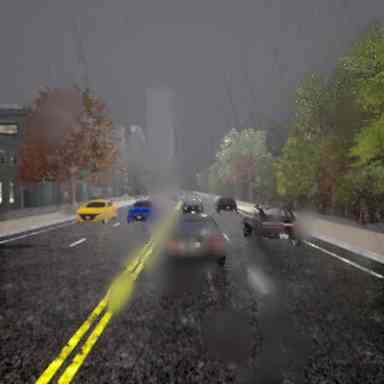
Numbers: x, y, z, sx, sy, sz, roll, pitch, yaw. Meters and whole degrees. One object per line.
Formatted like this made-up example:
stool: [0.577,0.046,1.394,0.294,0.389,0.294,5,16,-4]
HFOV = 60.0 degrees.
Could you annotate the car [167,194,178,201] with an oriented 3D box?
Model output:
car: [-3.830,1.098,66.397,2.033,1.411,5.357,0,0,-1]

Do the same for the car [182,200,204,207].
car: [0.070,1.391,30.166,1.895,1.301,4.718,0,0,-1]

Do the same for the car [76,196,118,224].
car: [-6.601,1.314,23.541,1.882,1.535,5.008,0,0,0]

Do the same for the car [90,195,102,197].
car: [-20.662,1.311,74.189,4.313,1.339,1.947,-1,2,-1]

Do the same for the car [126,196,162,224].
car: [-3.350,1.314,23.596,1.882,1.535,5.008,0,0,0]

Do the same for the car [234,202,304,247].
car: [3.355,1.390,14.498,2.128,1.511,4.902,0,0,0]

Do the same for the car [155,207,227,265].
car: [0.105,1.468,11.380,2.033,1.411,5.357,0,0,0]

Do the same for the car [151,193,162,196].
car: [-7.080,0.907,66.373,2.097,1.767,4.553,0,0,-1]

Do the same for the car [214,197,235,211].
car: [3.286,1.249,32.919,1.882,1.535,5.008,0,0,-1]
